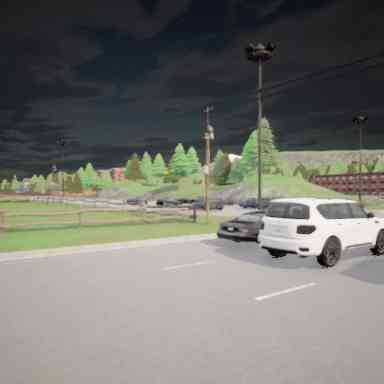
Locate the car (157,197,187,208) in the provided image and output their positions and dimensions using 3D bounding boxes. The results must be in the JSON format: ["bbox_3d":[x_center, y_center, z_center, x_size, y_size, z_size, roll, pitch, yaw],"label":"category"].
[{"bbox_3d":[-3.248,1.496,48.047,1.882,1.535,5.008,0,0,-36],"label":"car"}]

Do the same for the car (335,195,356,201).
[{"bbox_3d":[39.807,1.542,86.350,1.882,1.535,5.008,0,0,-25],"label":"car"}]

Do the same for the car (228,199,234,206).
[{"bbox_3d":[5.002,1.591,54.598,1.994,1.385,4.181,0,0,-36],"label":"car"}]

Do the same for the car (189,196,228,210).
[{"bbox_3d":[2.005,1.582,40.847,1.994,1.385,4.181,0,0,-36],"label":"car"}]

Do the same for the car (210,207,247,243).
[{"bbox_3d":[3.552,1.556,15.096,5.357,1.411,2.033,0,0,-38],"label":"car"}]

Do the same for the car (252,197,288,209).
[{"bbox_3d":[10.797,1.532,46.619,1.837,1.490,4.892,0,0,-36],"label":"car"}]

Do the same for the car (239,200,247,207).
[{"bbox_3d":[8.524,1.572,43.792,2.033,1.411,5.357,0,0,-36],"label":"car"}]

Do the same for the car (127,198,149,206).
[{"bbox_3d":[-9.143,1.619,56.171,1.895,1.301,4.718,0,0,-36],"label":"car"}]

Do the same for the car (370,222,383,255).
[{"bbox_3d":[7.237,1.556,9.101,5.357,1.411,2.033,0,0,-38],"label":"car"}]

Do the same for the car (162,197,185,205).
[{"bbox_3d":[-3.450,1.624,60.324,1.895,1.301,4.718,0,0,-36],"label":"car"}]

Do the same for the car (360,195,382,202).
[{"bbox_3d":[44.586,1.566,83.112,1.837,1.490,4.892,0,0,-18],"label":"car"}]

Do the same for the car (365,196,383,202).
[{"bbox_3d":[42.276,1.586,76.649,1.812,1.442,4.674,0,0,-7],"label":"car"}]

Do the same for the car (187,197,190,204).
[{"bbox_3d":[-0.857,1.627,62.734,1.895,1.301,4.718,0,0,-36],"label":"car"}]

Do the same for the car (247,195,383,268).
[{"bbox_3d":[4.719,1.230,11.575,5.566,2.045,2.150,0,0,-37],"label":"car"}]
